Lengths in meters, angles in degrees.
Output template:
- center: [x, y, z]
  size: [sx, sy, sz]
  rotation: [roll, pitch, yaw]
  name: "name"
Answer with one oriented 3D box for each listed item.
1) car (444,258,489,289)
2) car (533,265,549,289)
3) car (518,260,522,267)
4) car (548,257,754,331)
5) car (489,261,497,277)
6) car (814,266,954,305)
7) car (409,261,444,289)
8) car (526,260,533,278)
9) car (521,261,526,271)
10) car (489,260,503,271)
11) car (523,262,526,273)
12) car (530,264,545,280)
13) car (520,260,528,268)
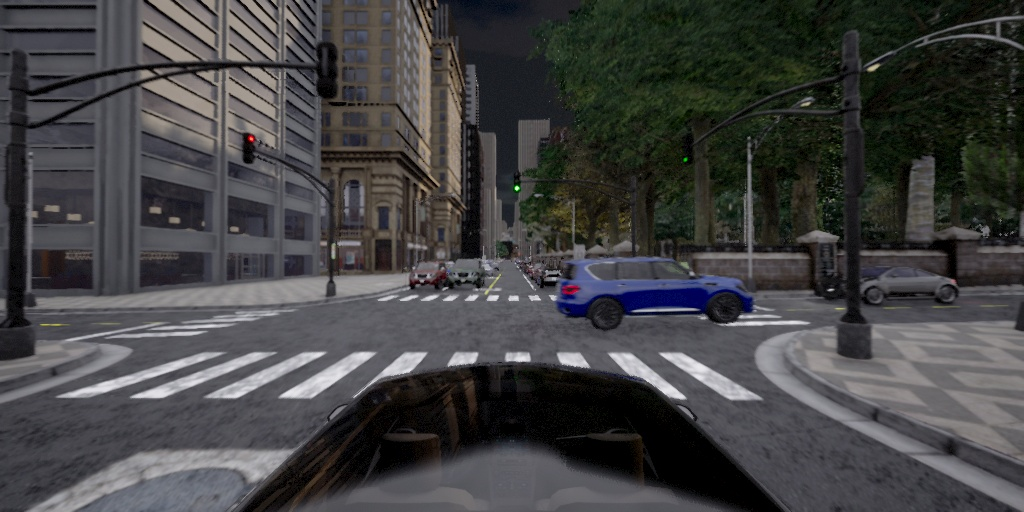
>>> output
- center: [-3.122, 1.199, 25.653]
  size: [2.150, 2.045, 5.566]
  rotation: [0, 0, 0]
  name: "car"
- center: [2.749, 1.547, 25.472]
  size: [1.948, 1.339, 4.313]
  rotation: [0, 0, 0]
  name: "car"
- center: [2.728, 1.633, 63.413]
  size: [2.192, 1.841, 5.009]
  rotation: [0, 0, 0]
  name: "car"
- center: [4.105, 1.036, 10.917]
  size: [5.566, 2.045, 2.150]
  rotation: [-2, -1, 0]
  name: "car"
- center: [-3.110, 1.659, 42.111]
  size: [1.812, 1.442, 4.674]
  rotation: [0, -1, 0]
  name: "car"
- center: [14.428, 1.098, 13.984]
  size: [4.181, 1.385, 1.994]
  rotation: [-1, -1, 1]
  name: "car"
- center: [-5.776, 1.294, 25.486]
  size: [2.192, 1.841, 5.009]
  rotation: [0, 0, 0]
  name: "car"
- center: [2.743, 1.522, 36.312]
  size: [1.967, 1.591, 4.097]
  rotation: [0, 0, 0]
  name: "car"
- center: [2.734, 1.772, 52.573]
  size: [1.888, 1.381, 4.507]
  rotation: [0, 0, 0]
  name: "car"
- center: [-3.039, 1.768, 60.087]
  size: [1.882, 1.535, 5.008]
  rotation: [0, -1, 0]
  name: "car"
- center: [2.737, 1.762, 47.152]
  size: [1.802, 1.307, 4.207]
  rotation: [0, 0, 0]
  name: "car"
- center: [2.746, 1.614, 30.891]
  size: [1.802, 1.307, 4.207]
  rotation: [0, 0, 0]
  name: "car"
- center: [2.731, 1.839, 57.993]
  size: [1.948, 1.339, 4.313]
  rotation: [0, 0, 0]
  name: "car"
